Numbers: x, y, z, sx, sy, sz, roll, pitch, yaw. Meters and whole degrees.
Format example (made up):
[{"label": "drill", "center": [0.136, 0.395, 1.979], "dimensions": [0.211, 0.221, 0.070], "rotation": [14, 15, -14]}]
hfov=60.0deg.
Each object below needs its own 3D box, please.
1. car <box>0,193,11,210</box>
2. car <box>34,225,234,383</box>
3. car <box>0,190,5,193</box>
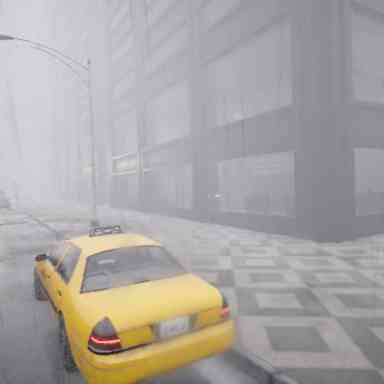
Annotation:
[{"label": "car", "center": [-20.128, 1.165, 34.774], "dimensions": [1.994, 1.385, 4.181], "rotation": [-2, 2, -31]}, {"label": "car", "center": [-1.497, 1.335, 5.606], "dimensions": [1.801, 1.575, 5.366], "rotation": [-2, 2, -31]}, {"label": "car", "center": [-25.421, 0.735, 43.372], "dimensions": [2.150, 2.045, 5.566], "rotation": [-2, 2, -31]}]
